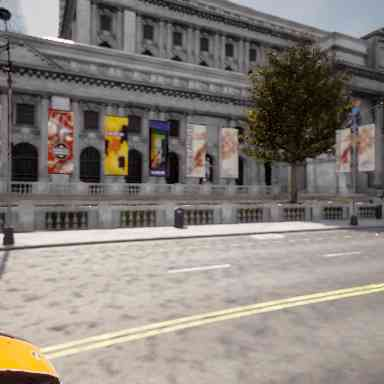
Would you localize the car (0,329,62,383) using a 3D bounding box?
[{"bbox_3d":[-2.852,1.337,1.389,4.553,1.767,2.097,1,0,-38],"label":"car"}]
